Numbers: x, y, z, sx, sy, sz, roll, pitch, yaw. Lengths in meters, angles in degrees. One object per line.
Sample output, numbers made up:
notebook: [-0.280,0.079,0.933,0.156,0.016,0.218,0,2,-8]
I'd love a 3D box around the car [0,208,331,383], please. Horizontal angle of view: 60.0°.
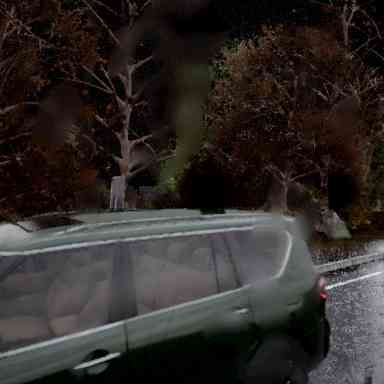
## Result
car: [-1.083,1.222,2.912,5.566,2.045,2.150,0,0,-36]
